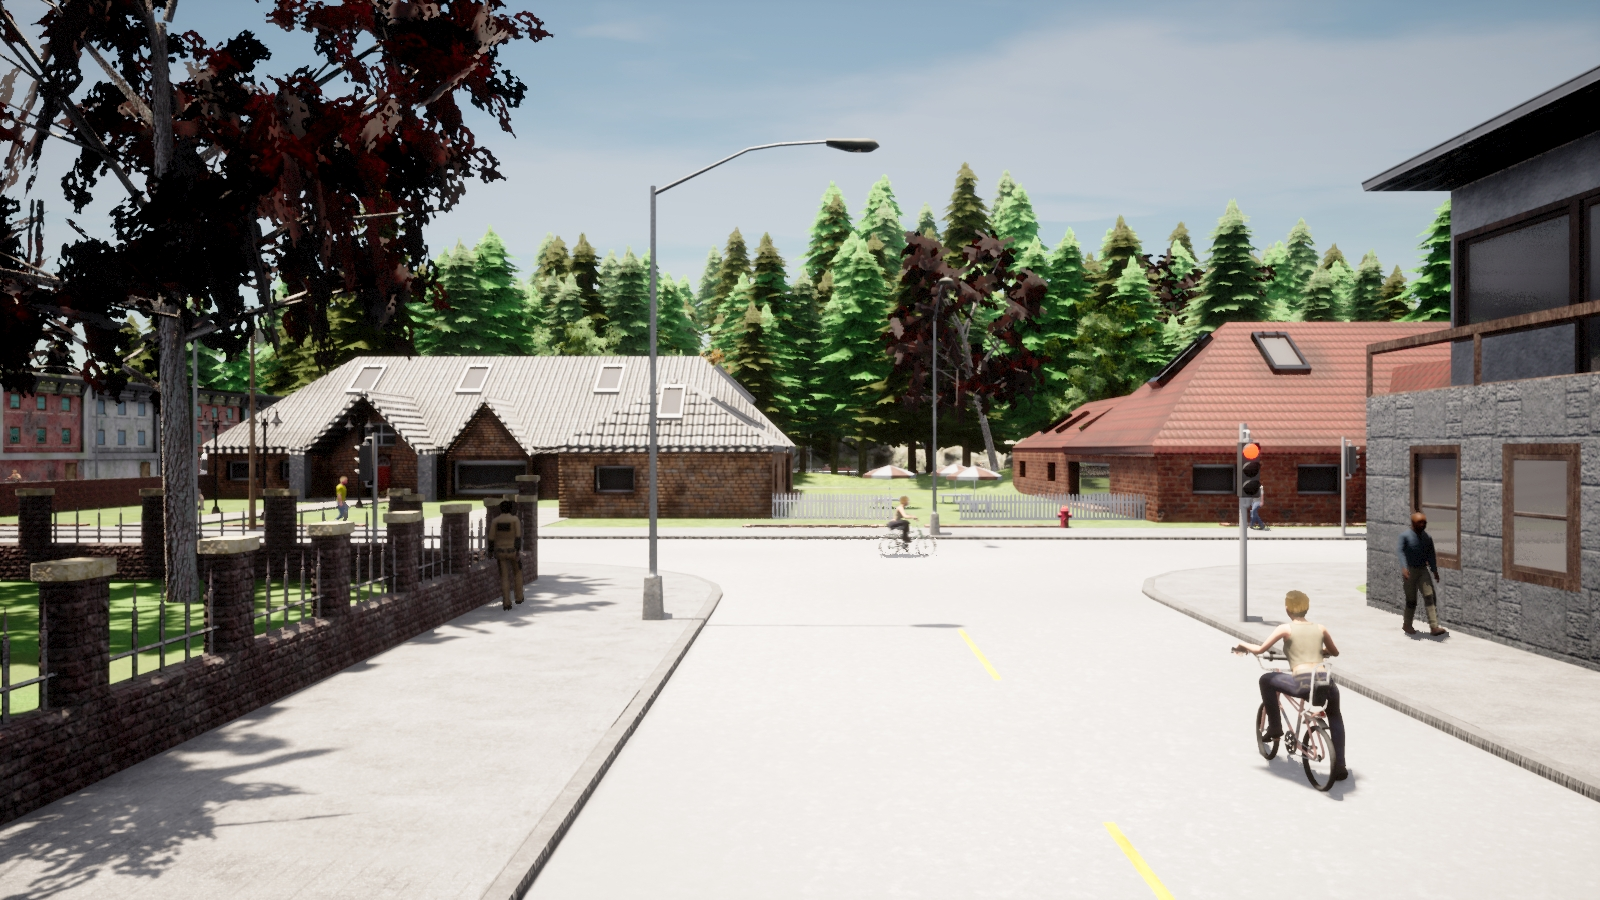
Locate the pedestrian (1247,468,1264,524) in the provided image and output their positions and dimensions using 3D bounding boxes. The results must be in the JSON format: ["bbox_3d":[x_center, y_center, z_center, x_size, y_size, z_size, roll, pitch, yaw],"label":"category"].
[{"bbox_3d":[15.189,1.524,38.136,0.375,1.860,0.375,0,0,-17],"label":"pedestrian"}]

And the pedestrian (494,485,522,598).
[{"bbox_3d":[-4.890,1.523,19.124,0.375,1.860,0.375,0,0,-1],"label":"pedestrian"}]

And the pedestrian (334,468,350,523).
[{"bbox_3d":[-15.402,1.524,38.449,0.375,1.860,0.375,0,0,2],"label":"pedestrian"}]

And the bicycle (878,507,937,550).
[{"bbox_3d":[2.794,2.036,29.772,1.487,1.080,0.859,0,0,1],"label":"bicycle"}]

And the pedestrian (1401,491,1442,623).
[{"bbox_3d":[8.867,1.516,16.309,0.375,1.860,0.375,0,0,1],"label":"pedestrian"}]

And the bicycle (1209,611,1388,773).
[{"bbox_3d":[4.247,2.036,9.857,0.859,1.080,1.487,0,0,-2],"label":"bicycle"}]
